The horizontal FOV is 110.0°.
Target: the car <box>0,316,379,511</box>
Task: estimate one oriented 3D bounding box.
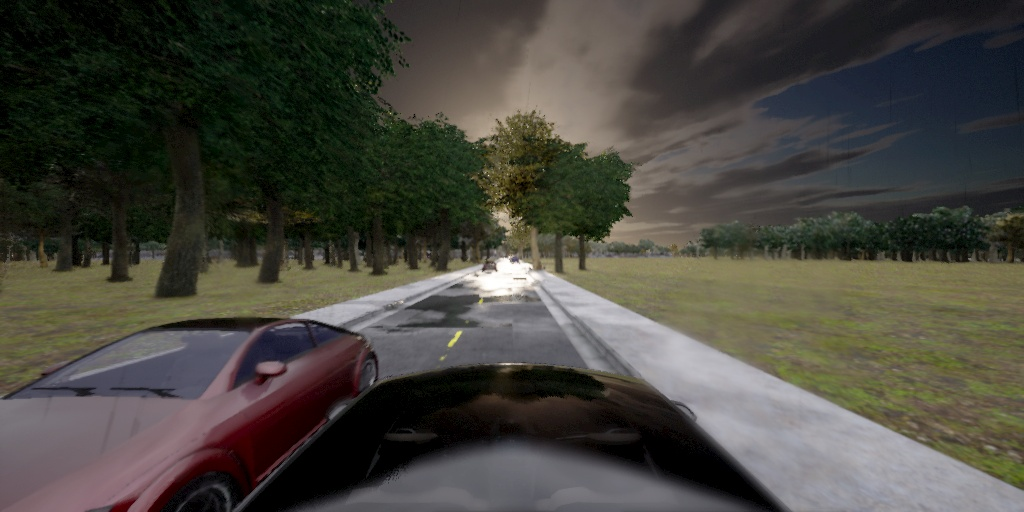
[{"bbox_3d":[-2.851,1.315,3.348,1.994,1.385,4.181,0,0,0],"label":"car"}]

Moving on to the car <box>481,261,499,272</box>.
[{"bbox_3d":[-2.837,1.318,46.721,1.812,1.442,4.674,0,0,0],"label":"car"}]
